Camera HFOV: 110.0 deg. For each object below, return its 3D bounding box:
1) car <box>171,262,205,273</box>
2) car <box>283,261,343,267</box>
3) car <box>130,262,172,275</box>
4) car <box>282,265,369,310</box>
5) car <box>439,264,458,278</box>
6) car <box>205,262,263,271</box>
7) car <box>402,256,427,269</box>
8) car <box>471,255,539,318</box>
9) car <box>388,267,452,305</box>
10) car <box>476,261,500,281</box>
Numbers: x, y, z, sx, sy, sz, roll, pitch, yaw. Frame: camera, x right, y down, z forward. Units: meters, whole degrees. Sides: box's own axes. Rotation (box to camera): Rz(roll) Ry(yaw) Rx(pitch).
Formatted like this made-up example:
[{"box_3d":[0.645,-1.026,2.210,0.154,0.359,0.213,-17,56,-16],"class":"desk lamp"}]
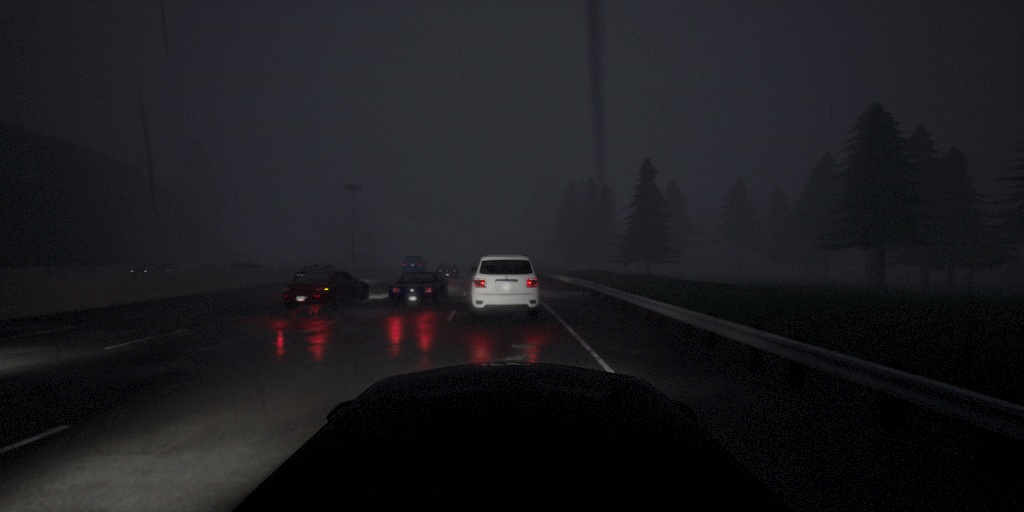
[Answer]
[{"box_3d":[-27.176,1.370,31.707,1.994,1.385,4.181,0,0,-10],"class":"car"},{"box_3d":[-11.592,1.266,22.150,2.128,1.511,4.902,0,0,-6],"class":"car"},{"box_3d":[-34.938,1.328,35.429,1.837,1.490,4.892,0,0,-11],"class":"car"},{"box_3d":[-7.424,1.292,14.660,1.812,1.442,4.674,0,0,-3],"class":"car"},{"box_3d":[-6.067,1.366,33.937,1.895,1.301,4.718,0,0,-9],"class":"car"},{"box_3d":[-23.522,1.291,31.022,2.128,1.511,4.902,0,0,-9],"class":"car"},{"box_3d":[-10.335,0.996,38.176,2.150,2.045,5.566,0,0,-10],"class":"car"},{"box_3d":[-0.318,0.973,13.264,2.150,2.045,5.566,0,0,-3],"class":"car"},{"box_3d":[-4.013,1.360,16.168,1.895,1.301,4.718,0,0,-4],"class":"car"},{"box_3d":[-2.188,1.263,31.587,1.837,1.490,4.892,0,0,-8],"class":"car"}]
